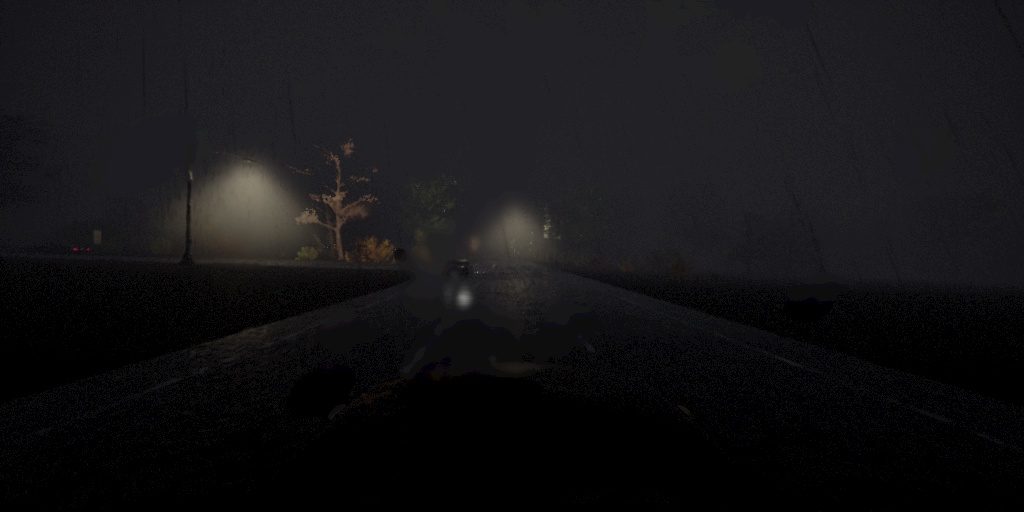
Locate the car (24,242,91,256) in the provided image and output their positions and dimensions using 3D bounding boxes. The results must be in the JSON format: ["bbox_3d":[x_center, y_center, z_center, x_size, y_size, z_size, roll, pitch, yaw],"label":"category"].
[{"bbox_3d":[-49.658,-0.789,39.279,5.357,1.411,2.033,2,0,-1],"label":"car"}]

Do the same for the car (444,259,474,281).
[{"bbox_3d":[-3.997,1.040,27.454,2.128,1.511,4.902,0,2,-1],"label":"car"}]
